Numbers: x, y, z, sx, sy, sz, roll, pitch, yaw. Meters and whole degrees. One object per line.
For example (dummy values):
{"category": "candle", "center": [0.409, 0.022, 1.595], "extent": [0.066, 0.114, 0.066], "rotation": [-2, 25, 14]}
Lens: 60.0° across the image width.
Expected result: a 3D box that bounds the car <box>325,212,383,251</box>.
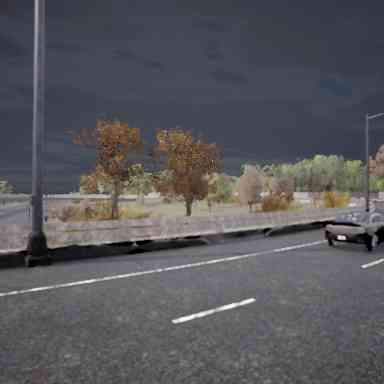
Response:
{"category": "car", "center": [7.728, 1.637, 14.950], "extent": [4.902, 1.511, 2.128], "rotation": [1, 0, -44]}
